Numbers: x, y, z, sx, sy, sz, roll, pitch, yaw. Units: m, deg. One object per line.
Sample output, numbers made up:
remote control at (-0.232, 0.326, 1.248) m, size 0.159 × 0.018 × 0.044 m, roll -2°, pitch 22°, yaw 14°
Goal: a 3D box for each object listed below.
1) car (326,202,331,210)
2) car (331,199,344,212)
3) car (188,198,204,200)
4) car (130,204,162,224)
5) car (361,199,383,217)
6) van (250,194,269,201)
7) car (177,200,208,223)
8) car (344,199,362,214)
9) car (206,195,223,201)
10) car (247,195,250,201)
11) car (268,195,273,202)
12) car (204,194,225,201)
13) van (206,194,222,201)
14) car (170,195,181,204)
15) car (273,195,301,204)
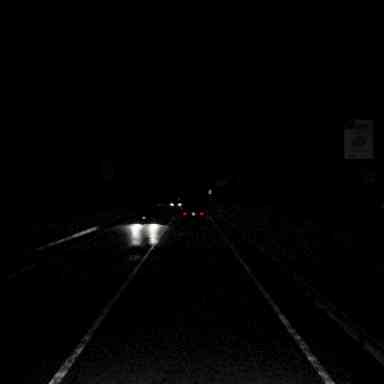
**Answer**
car at (18.707, 1.565, 40.394) m, size 4.674 × 1.452 × 2.002 m, roll 0°, pitch 0°, yaw 0°
car at (18.702, 1.521, 37.118) m, size 4.892 × 1.521 × 2.231 m, roll 0°, pitch 0°, yaw 0°
car at (0.103, 1.571, 42.915) m, size 2.128 × 1.511 × 4.902 m, roll 0°, pitch 0°, yaw 0°
car at (-3.346, 1.609, 25.074) m, size 1.994 × 1.385 × 4.181 m, roll 0°, pitch 0°, yaw 0°
car at (18.701, 1.550, 30.696) m, size 4.674 × 1.452 × 2.002 m, roll 0°, pitch 0°, yaw 0°
van at (18.437, 1.518, 88.697) m, size 4.442 × 1.987 × 1.878 m, roll 0°, pitch -1°, yaw 0°
car at (0.102, 1.594, 25.800) m, size 2.033 × 1.411 × 5.357 m, roll 0°, pitch 0°, yaw 0°
car at (18.711, 1.515, 33.845) m, size 5.008 × 1.535 × 2.097 m, roll 0°, pitch 0°, yaw 0°
car at (6.289, 1.680, 92.164) m, size 4.553 × 1.767 × 2.185 m, roll 0°, pitch -1°, yaw 0°
car at (18.717, 1.794, 91.489) m, size 5.366 × 1.575 × 1.946 m, roll 0°, pitch -1°, yaw 0°
car at (18.690, 1.609, 67.900) m, size 4.674 × 1.452 × 2.002 m, roll 0°, pitch 0°, yaw 0°
car at (6.096, 1.748, 89.242) m, size 5.366 × 1.575 × 1.946 m, roll 0°, pitch -1°, yaw 0°
van at (6.350, 1.650, 95.203) m, size 4.442 × 1.987 × 1.878 m, roll 0°, pitch -1°, yaw 0°
car at (-3.251, 1.466, 67.615) m, size 2.097 × 1.767 × 4.553 m, roll 0°, pitch 0°, yaw 0°
car at (18.760, 1.437, 64.731) m, size 4.553 × 1.767 × 2.185 m, roll 0°, pitch 0°, yaw 0°
